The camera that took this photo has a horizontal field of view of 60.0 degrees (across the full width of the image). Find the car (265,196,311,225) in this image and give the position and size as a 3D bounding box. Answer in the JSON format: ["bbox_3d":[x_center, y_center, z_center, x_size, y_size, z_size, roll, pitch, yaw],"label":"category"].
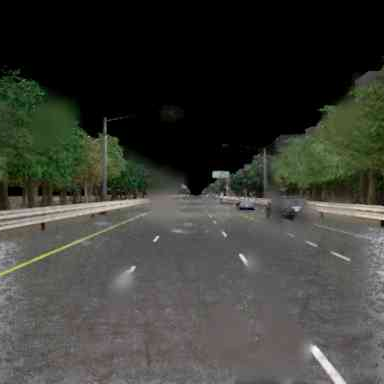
[{"bbox_3d":[7.027,1.308,24.834,2.150,2.045,5.566,0,0,0],"label":"car"}]

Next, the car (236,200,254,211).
[{"bbox_3d":[7.100,1.782,44.949,1.994,1.385,4.181,0,0,0],"label":"car"}]

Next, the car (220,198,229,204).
[{"bbox_3d":[7.291,1.967,75.091,2.033,1.411,5.357,0,0,0],"label":"car"}]
